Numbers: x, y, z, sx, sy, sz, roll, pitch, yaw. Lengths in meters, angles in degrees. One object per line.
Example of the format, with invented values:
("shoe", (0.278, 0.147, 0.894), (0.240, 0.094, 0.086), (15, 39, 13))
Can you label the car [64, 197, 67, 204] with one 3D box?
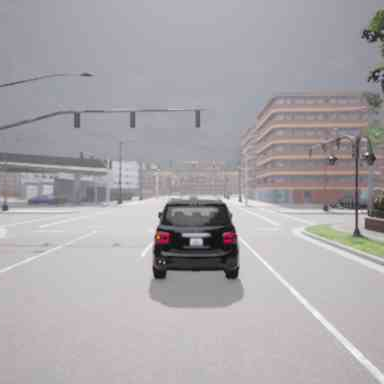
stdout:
("car", (-23.934, 1.324, 57.839), (3.806, 1.475, 1.970), (0, 0, 1))

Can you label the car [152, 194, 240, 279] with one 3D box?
("car", (0.102, 1.199, 10.118), (2.150, 2.045, 5.566), (0, 0, 0))

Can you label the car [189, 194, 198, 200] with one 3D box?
("car", (0.345, 1.185, 82.157), (2.128, 1.511, 4.902), (0, 0, 0))

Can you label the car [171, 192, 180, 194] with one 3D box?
("car", (-3.052, 1.082, 60.717), (2.150, 2.045, 5.566), (0, 0, 0))

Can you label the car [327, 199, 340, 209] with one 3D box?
("car", (19.608, 1.408, 42.062), (4.892, 1.490, 1.837), (0, 0, 1))

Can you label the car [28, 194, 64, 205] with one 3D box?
("car", (-23.227, 1.176, 52.087), (4.611, 1.667, 2.242), (0, 0, 1))

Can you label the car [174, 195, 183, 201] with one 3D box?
("car", (-3.121, 1.364, 77.052), (2.033, 1.411, 5.357), (0, 0, 0))

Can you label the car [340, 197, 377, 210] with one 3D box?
("car", (20.246, 1.512, 38.557), (4.718, 1.301, 1.895), (0, 0, 0))
